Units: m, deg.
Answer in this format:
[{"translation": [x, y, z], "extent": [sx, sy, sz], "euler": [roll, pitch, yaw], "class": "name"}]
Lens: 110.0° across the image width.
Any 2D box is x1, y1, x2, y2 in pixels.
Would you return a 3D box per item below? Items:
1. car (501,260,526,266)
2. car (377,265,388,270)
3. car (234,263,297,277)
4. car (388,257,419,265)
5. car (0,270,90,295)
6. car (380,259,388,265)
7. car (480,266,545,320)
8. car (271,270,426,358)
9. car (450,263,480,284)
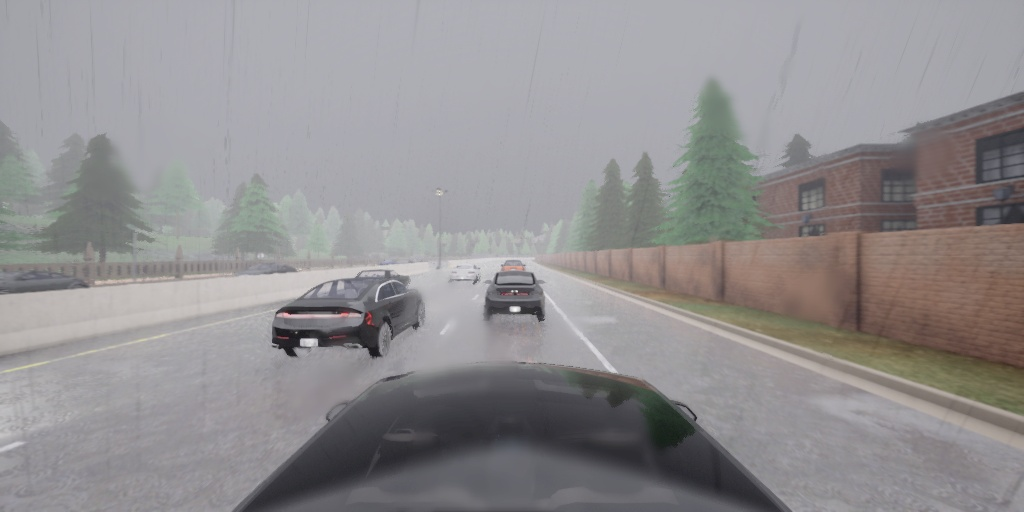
[{"translation": [0.103, 1.104, 30.542], "extent": [2.097, 1.767, 4.553], "euler": [0, 0, 0], "class": "car"}, {"translation": [-6.897, 1.352, 18.922], "extent": [1.895, 1.301, 4.718], "euler": [0, 0, 0], "class": "car"}, {"translation": [-17.587, 1.243, 25.786], "extent": [2.128, 1.511, 4.902], "euler": [0, 0, 0], "class": "car"}, {"translation": [-14.071, 1.230, 46.669], "extent": [1.882, 1.535, 5.008], "euler": [0, 0, 0], "class": "car"}, {"translation": [-21.095, 1.314, 15.294], "extent": [1.994, 1.385, 4.181], "euler": [0, 0, 0], "class": "car"}, {"translation": [-21.066, 1.247, 61.817], "extent": [1.882, 1.535, 5.008], "euler": [0, 0, 1], "class": "car"}, {"translation": [0.092, 1.255, 12.554], "extent": [1.837, 1.490, 4.892], "euler": [0, 0, 0], "class": "car"}, {"translation": [-3.400, 1.242, 8.450], "extent": [2.128, 1.511, 4.902], "euler": [0, 0, 0], "class": "car"}, {"translation": [-3.411, 1.277, 26.829], "extent": [1.812, 1.442, 4.674], "euler": [0, 0, 0], "class": "car"}]
